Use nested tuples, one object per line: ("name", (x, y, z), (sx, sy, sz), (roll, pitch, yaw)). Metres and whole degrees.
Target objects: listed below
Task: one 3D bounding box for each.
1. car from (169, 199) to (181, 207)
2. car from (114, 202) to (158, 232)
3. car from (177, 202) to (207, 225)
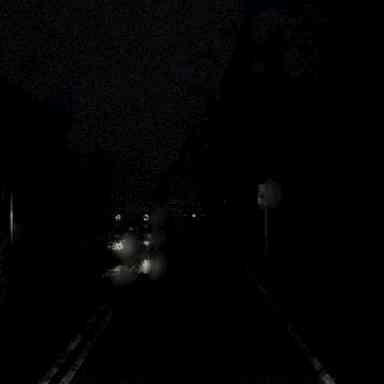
("car", (-3.110, 2.035, 61.777), (1.882, 1.535, 5.008), (0, -1, 1))
("car", (-3.324, 1.432, 20.347), (2.097, 1.767, 4.553), (0, 0, 0))
("car", (0.136, 1.671, 24.925), (2.033, 1.411, 5.357), (0, -1, 0))
